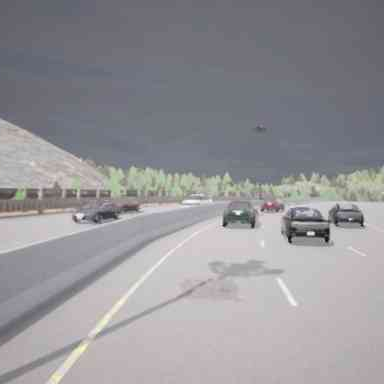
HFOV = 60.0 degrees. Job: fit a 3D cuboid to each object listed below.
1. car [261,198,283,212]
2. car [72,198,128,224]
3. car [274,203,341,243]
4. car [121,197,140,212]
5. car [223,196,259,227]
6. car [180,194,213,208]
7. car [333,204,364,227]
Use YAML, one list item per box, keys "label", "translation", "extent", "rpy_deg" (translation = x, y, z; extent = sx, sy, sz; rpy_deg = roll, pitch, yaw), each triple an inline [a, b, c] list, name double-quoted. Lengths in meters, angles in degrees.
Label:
- label: "car"
  translation: [9.774, 1.443, 39.937]
  extent: [2.097, 1.767, 4.553]
  rpy_deg: [0, 0, 25]
- label: "car"
  translation: [-7.067, 1.493, 25.085]
  extent: [2.128, 1.511, 4.902]
  rpy_deg: [0, 0, 15]
- label: "car"
  translation: [5.431, 1.535, 16.316]
  extent: [2.128, 1.511, 4.902]
  rpy_deg: [0, 0, 11]
- label: "car"
  translation: [-7.419, 1.365, 35.676]
  extent: [2.097, 1.767, 4.553]
  rpy_deg: [0, 0, 21]
- label: "car"
  translation: [3.472, 1.395, 23.182]
  extent: [2.097, 1.767, 4.553]
  rpy_deg: [0, 0, 14]
- label: "car"
  translation: [0.596, 1.271, 37.140]
  extent: [2.150, 2.045, 5.566]
  rpy_deg: [0, 0, 23]
- label: "car"
  translation: [10.871, 1.567, 23.695]
  extent: [2.128, 1.511, 4.902]
  rpy_deg: [0, 0, 16]
